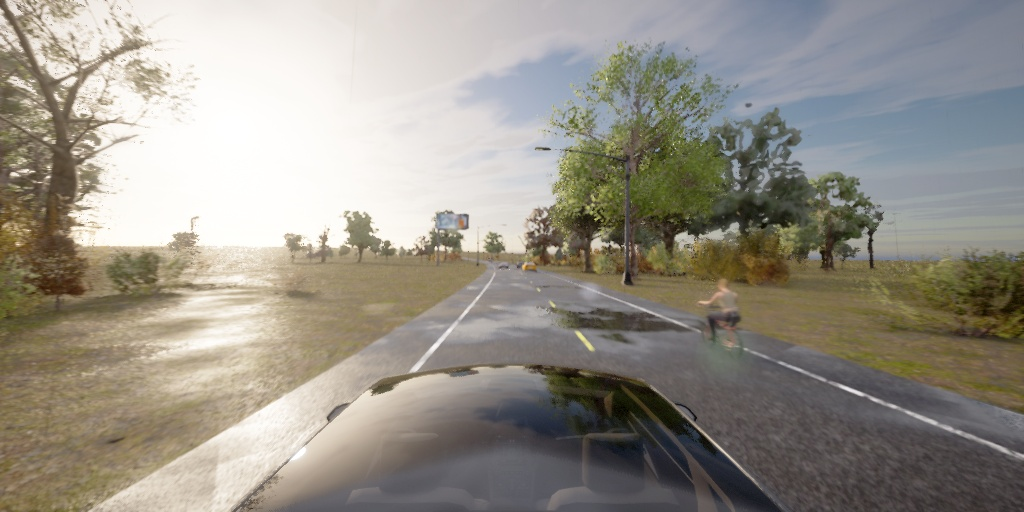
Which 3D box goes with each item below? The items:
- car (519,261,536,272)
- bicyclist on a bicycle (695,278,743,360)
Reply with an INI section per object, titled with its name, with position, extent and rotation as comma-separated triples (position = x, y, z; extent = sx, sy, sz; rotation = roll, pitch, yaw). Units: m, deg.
[car]
position = 2.685, 1.678, 56.737
extent = 1.882, 1.535, 5.008
rotation = 1, 0, -2
[bicyclist on a bicycle]
position = 4.492, 1.282, 7.722
extent = 0.866, 1.612, 1.509
rotation = 1, 0, 0
